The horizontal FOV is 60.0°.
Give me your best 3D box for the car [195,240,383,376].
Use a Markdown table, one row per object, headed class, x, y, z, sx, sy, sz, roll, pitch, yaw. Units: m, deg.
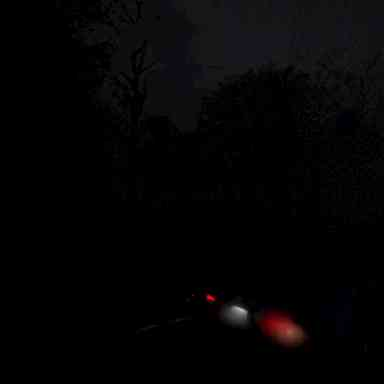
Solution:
| class | x | y | z | sx | sy | sz | roll | pitch | yaw |
| --- | --- | --- | --- | --- | --- | --- | --- | --- | --- |
| car | 2.616 | 1.560 | 5.648 | 5.357 | 1.411 | 2.033 | 0 | 0 | -36 |
